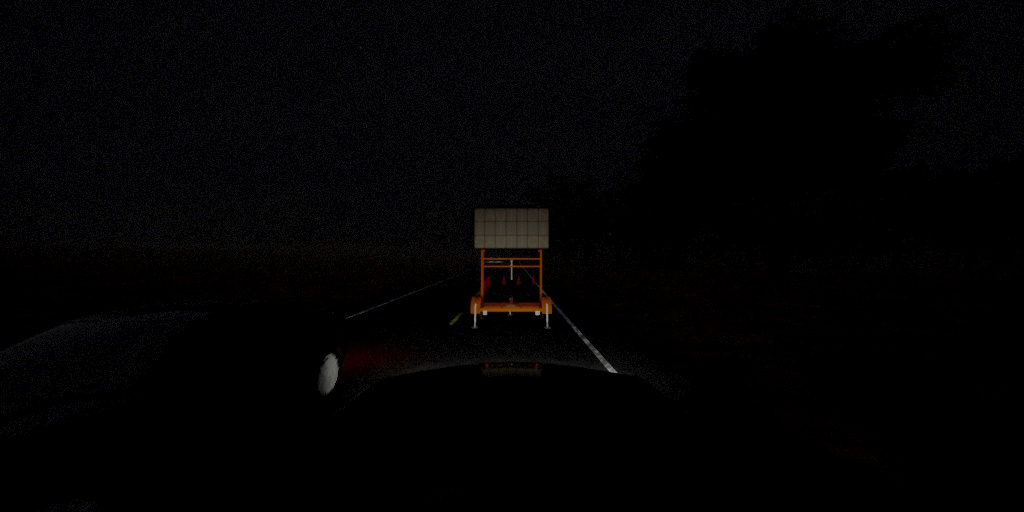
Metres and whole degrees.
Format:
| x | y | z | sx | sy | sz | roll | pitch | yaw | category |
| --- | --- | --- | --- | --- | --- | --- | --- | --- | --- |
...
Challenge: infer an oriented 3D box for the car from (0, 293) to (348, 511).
| x | y | z | sx | sy | sz | roll | pitch | yaw | category |
| --- | --- | --- | --- | --- | --- | --- | --- | --- | --- |
| -3.504 | 1.227 | 3.588 | 1.882 | 1.535 | 5.008 | 0 | 0 | 0 | car |

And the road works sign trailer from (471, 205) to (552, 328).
| x | y | z | sx | sy | sz | roll | pitch | yaw | category |
| --- | --- | --- | --- | --- | --- | --- | --- | --- | --- |
| -0.011 | 0.203 | 11.284 | 2.380 | 3.560 | 2.880 | 0 | 0 | 0 | road works sign trailer |
